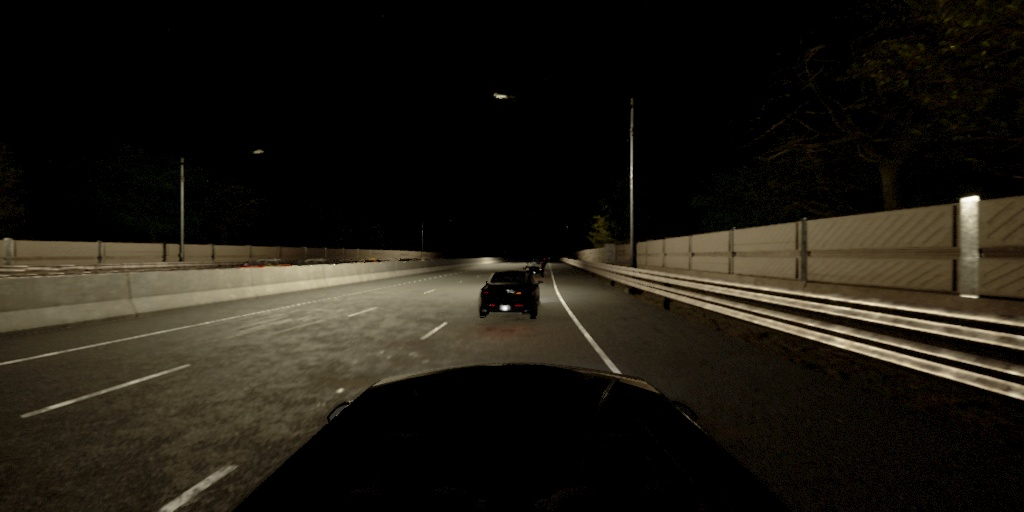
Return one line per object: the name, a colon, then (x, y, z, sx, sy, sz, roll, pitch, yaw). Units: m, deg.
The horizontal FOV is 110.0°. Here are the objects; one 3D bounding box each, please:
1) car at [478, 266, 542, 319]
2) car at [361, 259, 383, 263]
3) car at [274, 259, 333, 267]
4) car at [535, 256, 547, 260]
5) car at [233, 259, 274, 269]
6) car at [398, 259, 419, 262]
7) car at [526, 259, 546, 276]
car: (0.025, 1.276, 12.854, 1.837, 1.490, 4.892, 0, 0, 6)
car: (-17.951, 1.125, 45.817, 1.882, 1.535, 5.008, 0, 0, 6)
car: (-16.119, 1.037, 28.623, 2.097, 1.767, 4.553, 0, 0, 6)
car: (3.836, 1.146, 52.191, 2.128, 1.511, 4.902, 0, 0, 6)
car: (-19.675, 1.034, 28.222, 2.097, 1.767, 4.553, 0, 0, 6)
car: (-14.261, 1.154, 47.531, 1.837, 1.490, 4.892, 0, 0, 6)
car: (2.276, 1.290, 36.102, 1.895, 1.301, 4.718, 0, 0, 6)
